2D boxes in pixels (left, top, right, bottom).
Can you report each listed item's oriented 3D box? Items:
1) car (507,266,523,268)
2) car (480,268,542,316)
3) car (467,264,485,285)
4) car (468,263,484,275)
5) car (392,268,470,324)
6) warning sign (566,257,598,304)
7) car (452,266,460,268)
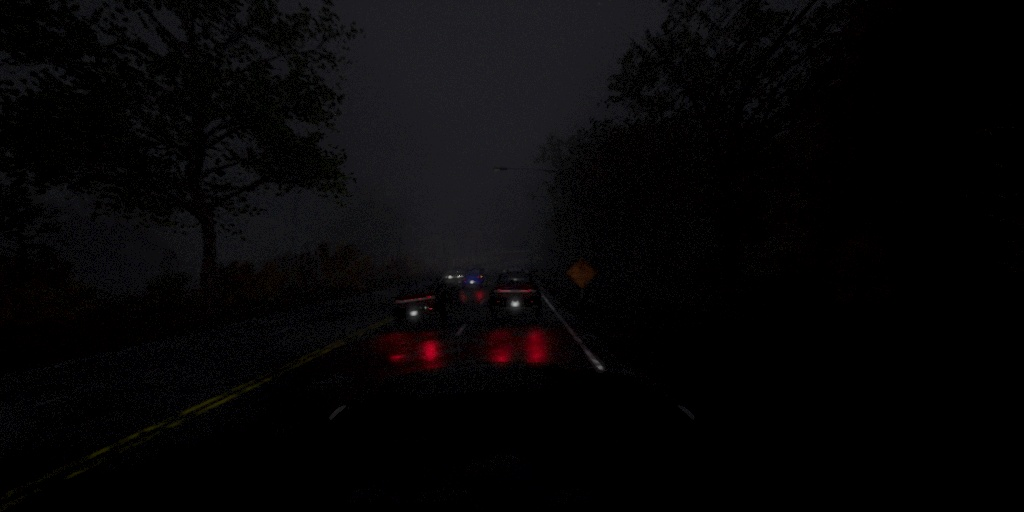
[{"bbox_3d":[0.251,1.572,29.079,2.128,1.511,4.902,0,-1,1],"label":"car"},{"bbox_3d":[0.129,1.394,14.127,2.128,1.511,4.902,0,-1,1],"label":"car"},{"bbox_3d":[-3.046,1.690,29.763,1.812,1.442,4.674,-8,3,2],"label":"car"},{"bbox_3d":[-5.975,2.177,60.227,2.097,1.767,4.553,-3,-1,1],"label":"car"},{"bbox_3d":[-3.202,1.605,14.153,2.128,1.511,4.902,-8,1,1],"label":"car"},{"bbox_3d":[2.908,0.985,14.802,1.300,1.860,1.060,0,0,0],"label":"warning sign"},{"bbox_3d":[-9.242,2.479,59.248,1.837,1.490,4.892,-3,-1,1],"label":"car"}]
